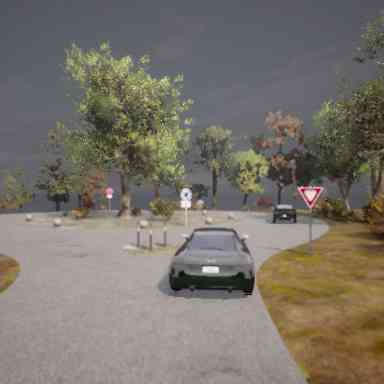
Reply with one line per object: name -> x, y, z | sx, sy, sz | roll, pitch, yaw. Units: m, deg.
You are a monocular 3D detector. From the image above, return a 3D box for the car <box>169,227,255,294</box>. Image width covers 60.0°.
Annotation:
car -> 0.620, 1.656, 9.133 | 1.994, 1.385, 4.181 | 0, -1, 6

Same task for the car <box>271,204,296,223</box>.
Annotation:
car -> 7.897, 1.766, 28.826 | 1.882, 1.535, 5.008 | 0, -1, 12
